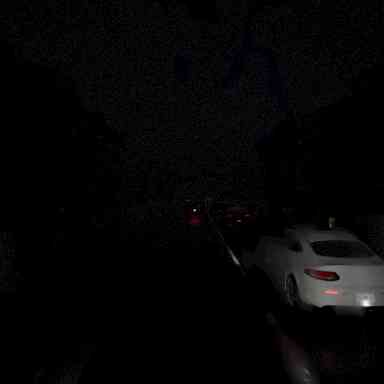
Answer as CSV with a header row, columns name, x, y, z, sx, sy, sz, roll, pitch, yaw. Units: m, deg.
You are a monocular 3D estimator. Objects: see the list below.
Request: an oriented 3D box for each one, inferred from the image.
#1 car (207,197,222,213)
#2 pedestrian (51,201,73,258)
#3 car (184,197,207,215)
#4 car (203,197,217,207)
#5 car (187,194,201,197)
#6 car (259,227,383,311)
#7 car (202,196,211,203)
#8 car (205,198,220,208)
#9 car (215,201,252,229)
name,x,y,z,sx,sy,sz,roll,pitch,yaw
car,2.840,1.582,37.772,1.947,1.339,4.313,-1,0,0
pedestrian,-4.119,1.143,10.490,0.375,1.860,0.375,-1,1,0
car,0.290,1.517,34.405,1.837,1.490,4.892,0,0,1
car,2.932,1.595,53.990,2.008,1.369,4.403,-1,0,0
car,0.327,1.248,44.403,2.150,2.045,5.566,0,0,2
car,2.791,1.525,7.627,1.812,1.442,4.674,0,0,0
car,3.025,1.628,70.210,1.887,1.381,4.507,-1,0,0
car,2.901,1.578,48.584,1.887,1.381,4.507,-1,0,0
car,2.748,1.547,21.552,1.887,1.381,4.507,-1,0,0
